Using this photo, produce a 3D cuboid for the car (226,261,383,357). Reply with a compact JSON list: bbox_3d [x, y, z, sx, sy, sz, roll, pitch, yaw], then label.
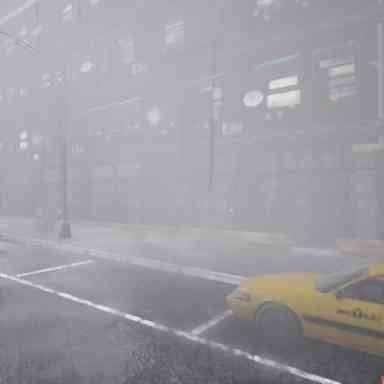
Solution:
[{"bbox_3d":[2.816,1.535,4.543,4.829,1.417,1.752,1,-1,36],"label":"car"}]
